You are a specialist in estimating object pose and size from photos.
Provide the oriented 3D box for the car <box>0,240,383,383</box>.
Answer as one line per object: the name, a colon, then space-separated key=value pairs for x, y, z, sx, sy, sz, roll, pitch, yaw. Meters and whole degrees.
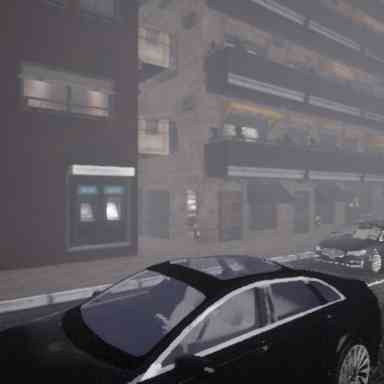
car: x=0.063 y=1.504 z=3.422 sx=4.902 sy=1.511 sz=2.128 roll=1 pitch=0 yaw=-36

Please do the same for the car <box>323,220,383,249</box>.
car: x=5.733 y=1.618 z=10.659 sx=4.403 sy=1.369 sz=2.008 roll=0 pitch=-1 yaw=-36
